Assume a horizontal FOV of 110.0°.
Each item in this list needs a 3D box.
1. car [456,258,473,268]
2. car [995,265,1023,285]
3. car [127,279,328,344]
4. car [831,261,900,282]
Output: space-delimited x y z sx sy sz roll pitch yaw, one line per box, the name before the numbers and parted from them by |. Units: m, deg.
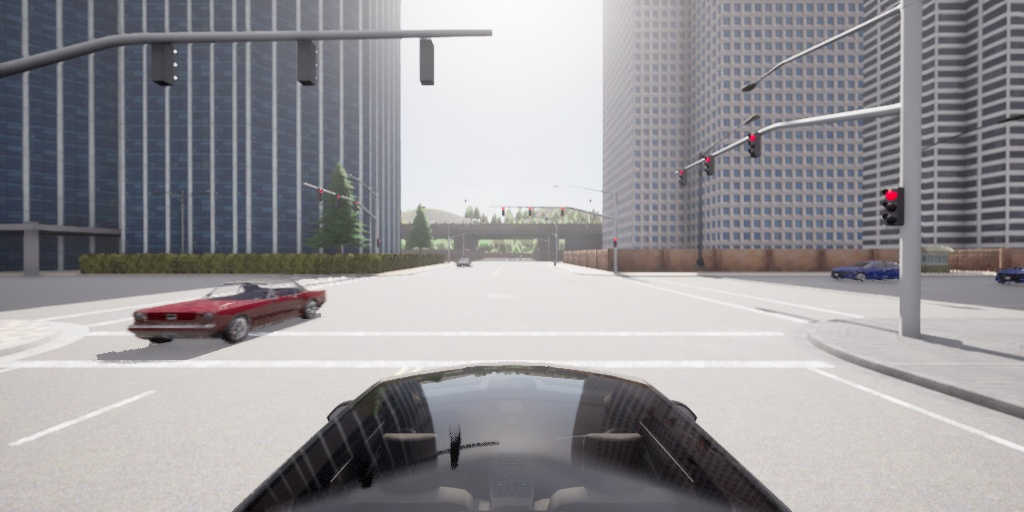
car | -6.999 0.995 52.814 1.812 1.442 4.674 0 1 0
car | 33.896 1.120 22.677 5.008 1.535 1.882 0 0 1
car | -7.000 1.316 9.565 1.895 1.301 4.718 0 0 0
car | 26.299 1.102 26.251 5.008 1.535 1.882 0 0 1
